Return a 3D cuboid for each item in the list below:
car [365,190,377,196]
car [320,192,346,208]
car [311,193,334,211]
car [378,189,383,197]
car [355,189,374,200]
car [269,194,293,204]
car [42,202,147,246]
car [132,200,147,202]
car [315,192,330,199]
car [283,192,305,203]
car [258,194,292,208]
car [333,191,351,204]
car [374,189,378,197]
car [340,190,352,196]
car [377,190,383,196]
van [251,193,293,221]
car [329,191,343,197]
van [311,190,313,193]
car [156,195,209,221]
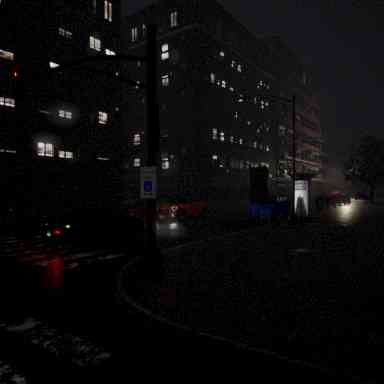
[{"bbox_3d":[44.217,0.216,82.085,1.994,1.385,4.181,0,1,36],"label":"car"},{"bbox_3d":[15.549,0.979,37.511,1.887,1.381,4.507,1,1,36],"label":"car"},{"bbox_3d":[12.264,1.078,32.912,1.947,1.339,4.313,1,1,36],"label":"car"},{"bbox_3d":[41.827,0.356,74.307,1.887,1.381,4.507,1,1,36],"label":"car"},{"bbox_3d":[28.688,0.564,55.907,1.967,1.590,4.097,1,1,36],"label":"car"},{"bbox_3d":[12.574,0.933,46.906,1.802,1.307,4.206,1,1,36],"label":"car"},{"bbox_3d":[-4.083,1.374,14.453,1.812,1.442,4.674,0,1,36],"label":"car"},{"bbox_3d":[-3.832,1.283,23.931,1.887,1.381,4.507,1,1,36],"label":"car"},{"bbox_3d":[25.699,0.621,65.284,1.802,1.307,4.206,1,1,36],"label":"car"},{"bbox_3d":[15.757,0.801,51.361,1.752,1.417,4.829,1,1,36],"label":"car"},{"bbox_3d":[9.693,1.015,38.619,2.033,1.411,5.357,0,1,36],"label":"car"},{"bbox_3d":[18.834,0.923,42.111,1.947,1.339,4.313,1,1,36],"label":"car"},{"bbox_3d":[31.973,0.590,60.509,1.887,1.381,4.507,1,1,36],"label":"car"},{"bbox_3d":[38.824,0.278,83.663,2.008,1.369,4.403,1,1,36],"label":"car"},{"bbox_3d":[45.111,0.315,78.907,1.802,1.307,4.206,1,1,36],"label":"car"},{"bbox_3d":[5.695,1.009,23.708,1.690,1.788,3.998,1,1,36],"label":"van"},{"bbox_3d":[32.262,0.428,74.473,1.887,1.381,4.507,1,1,36],"label":"car"},{"bbox_3d":[19.137,0.536,56.090,1.690,1.788,3.998,1,1,36],"label":"van"},{"bbox_3d":[-0.733,1.064,24.047,2.097,1.767,4.553,0,1,36],"label":"car"}]
